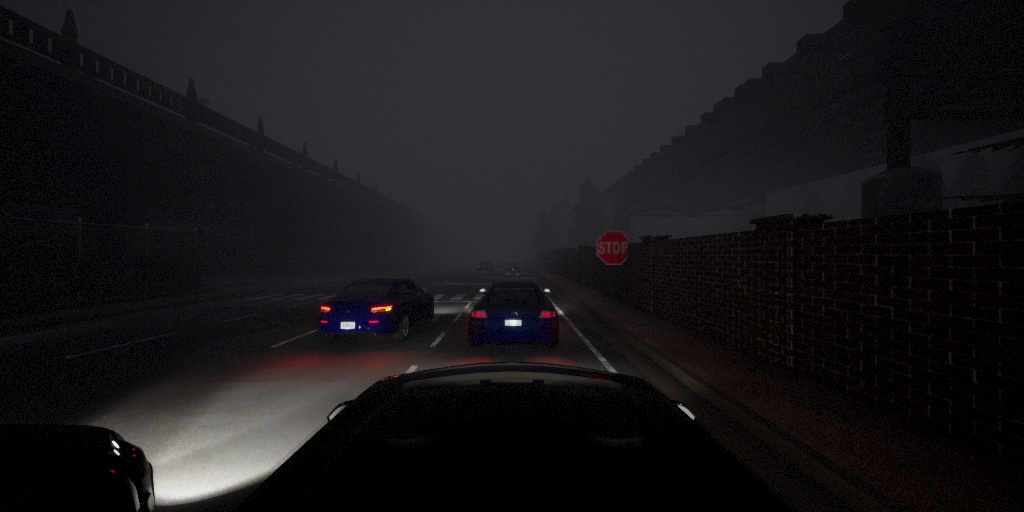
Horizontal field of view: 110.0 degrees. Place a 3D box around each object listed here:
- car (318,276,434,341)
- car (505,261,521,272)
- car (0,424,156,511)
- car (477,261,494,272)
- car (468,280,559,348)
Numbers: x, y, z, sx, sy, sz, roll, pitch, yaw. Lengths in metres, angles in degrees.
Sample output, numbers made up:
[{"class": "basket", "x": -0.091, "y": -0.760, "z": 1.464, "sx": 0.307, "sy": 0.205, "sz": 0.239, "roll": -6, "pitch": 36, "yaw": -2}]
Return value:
[{"class": "car", "x": -3.412, "y": 1.276, "z": 9.740, "sx": 1.812, "sy": 1.442, "sz": 4.674, "roll": 0, "pitch": 0, "yaw": 0}, {"class": "car", "x": 0.099, "y": 1.351, "z": 46.036, "sx": 1.895, "sy": 1.301, "sz": 4.718, "roll": 0, "pitch": 0, "yaw": -1}, {"class": "car", "x": -3.398, "y": 1.314, "z": 0.644, "sx": 1.994, "sy": 1.385, "sz": 4.181, "roll": 0, "pitch": 0, "yaw": 0}, {"class": "car", "x": -3.395, "y": 1.297, "z": 45.873, "sx": 2.033, "sy": 1.411, "sz": 5.357, "roll": 0, "pitch": 0, "yaw": -1}, {"class": "car", "x": 0.069, "y": 1.314, "z": 9.218, "sx": 1.994, "sy": 1.385, "sz": 4.181, "roll": 0, "pitch": 0, "yaw": 1}]
